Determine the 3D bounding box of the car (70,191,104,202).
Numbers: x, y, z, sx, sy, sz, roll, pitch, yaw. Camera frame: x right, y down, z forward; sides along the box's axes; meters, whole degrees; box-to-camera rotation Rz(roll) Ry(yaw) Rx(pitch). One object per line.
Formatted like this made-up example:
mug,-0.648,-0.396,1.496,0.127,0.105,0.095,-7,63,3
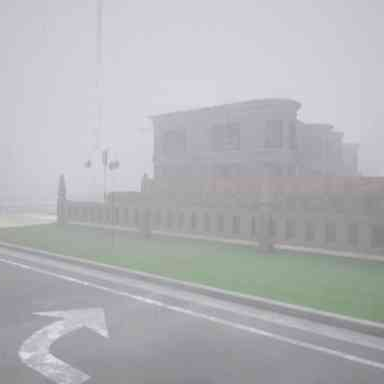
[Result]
car,-15.803,0.657,51.246,2.097,1.767,4.553,1,1,36

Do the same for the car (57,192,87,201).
car,-20.418,0.716,56.750,1.812,1.442,4.674,1,1,37

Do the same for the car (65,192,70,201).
car,-18.724,0.773,53.176,1.812,1.442,4.674,1,1,36
